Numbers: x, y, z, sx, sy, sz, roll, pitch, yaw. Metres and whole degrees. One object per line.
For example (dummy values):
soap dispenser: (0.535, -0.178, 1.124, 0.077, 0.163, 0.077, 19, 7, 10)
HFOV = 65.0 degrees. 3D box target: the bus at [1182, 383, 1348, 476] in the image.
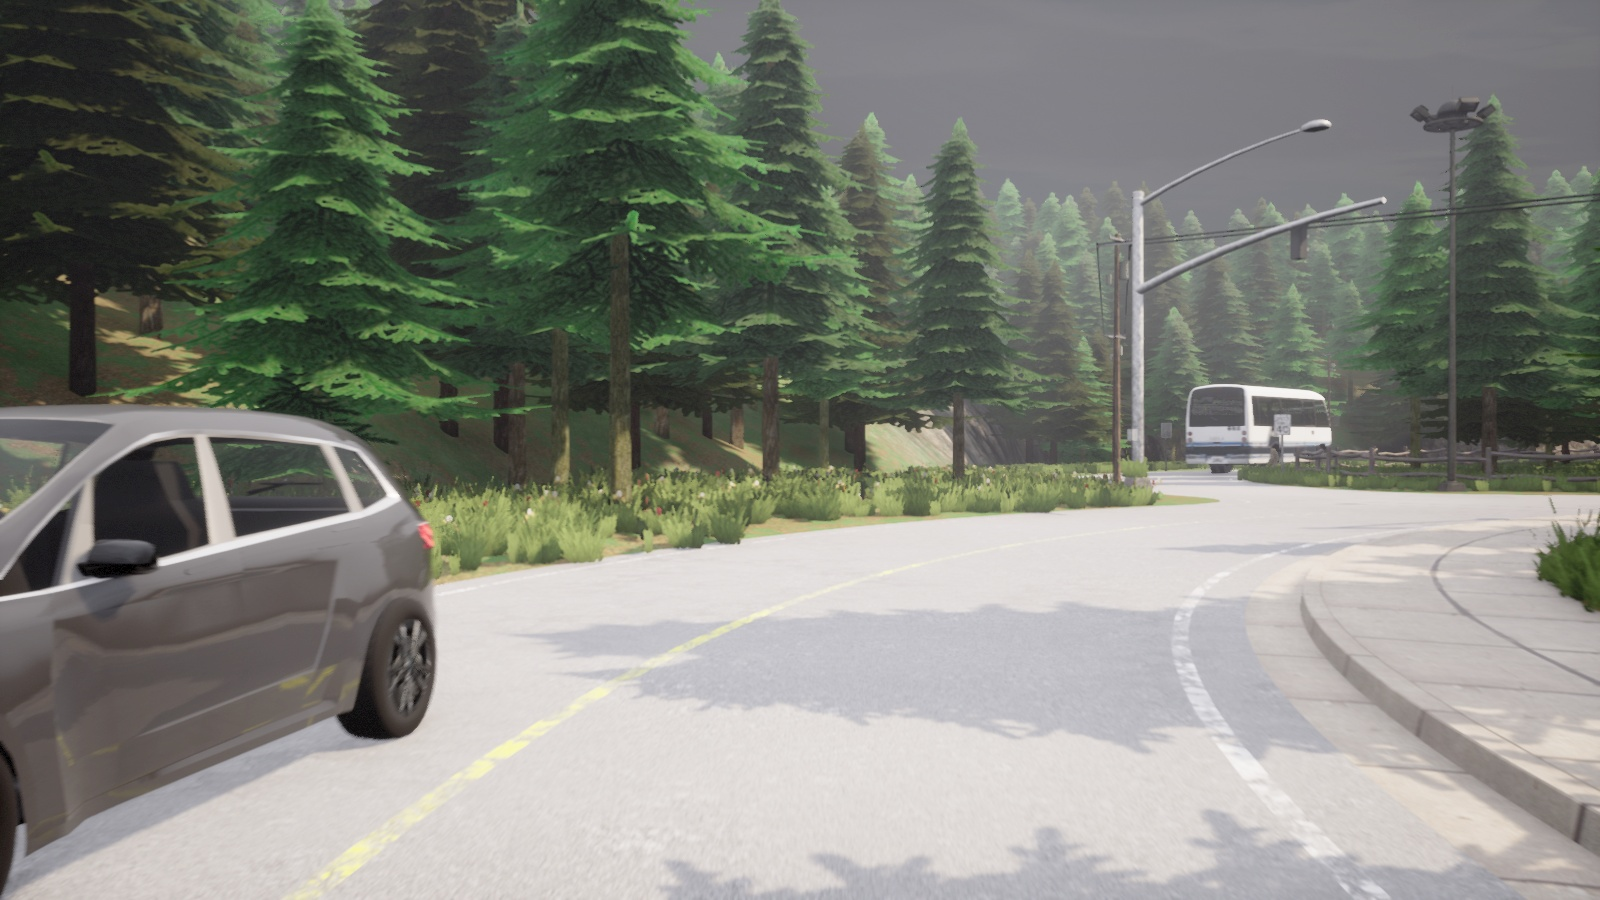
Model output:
bus: (23.331, -0.934, 62.606, 3.944, 4.253, 10.273, 0, 0, 44)

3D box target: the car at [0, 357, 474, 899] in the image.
car: (-3.250, 0.560, 4.918, 2.242, 1.667, 4.611, 0, 0, 8)
